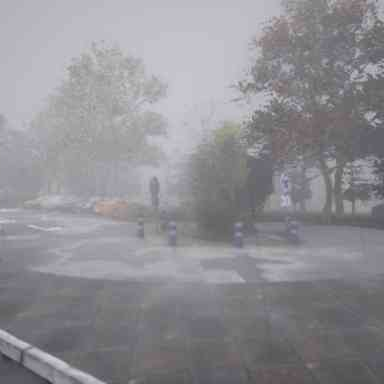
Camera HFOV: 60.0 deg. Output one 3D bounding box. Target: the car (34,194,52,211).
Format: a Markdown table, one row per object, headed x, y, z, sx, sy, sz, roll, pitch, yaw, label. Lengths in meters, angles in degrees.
| x | y | z | sx | sy | sz | roll | pitch | yaw | label |
| --- | --- | --- | --- | --- | --- | --- | --- | --- | --- |
| -12.631 | 1.130 | 33.043 | 2.002 | 1.452 | 4.674 | 2 | 1 | 36 | car |

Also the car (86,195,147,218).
| x | y | z | sx | sy | sz | roll | pitch | yaw | label |
| --- | --- | --- | --- | --- | --- | --- | --- | --- | --- |
| -6.007 | 1.279 | 28.234 | 2.097 | 1.535 | 5.008 | 2 | 1 | 36 | car |

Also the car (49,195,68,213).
| x | y | z | sx | sy | sz | roll | pitch | yaw | label |
| --- | --- | --- | --- | --- | --- | --- | --- | --- | --- |
| -10.405 | 1.184 | 31.395 | 2.163 | 1.488 | 4.792 | 2 | 1 | 36 | car |

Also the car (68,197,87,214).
| x | y | z | sx | sy | sz | roll | pitch | yaw | label |
| --- | --- | --- | --- | --- | --- | --- | --- | --- | --- |
| -8.226 | 1.090 | 29.889 | 2.185 | 1.767 | 4.553 | 2 | 1 | 36 | car |

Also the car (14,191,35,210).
| x | y | z | sx | sy | sz | roll | pitch | yaw | label |
| --- | --- | --- | --- | --- | --- | --- | --- | --- | --- |
| -14.979 | 1.023 | 34.522 | 1.946 | 1.575 | 5.366 | 2 | 1 | 36 | car |

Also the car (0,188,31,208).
| x | y | z | sx | sy | sz | roll | pitch | yaw | label |
| --- | --- | --- | --- | --- | --- | --- | --- | --- | --- |
| -19.331 | 0.647 | 37.944 | 2.435 | 2.045 | 5.566 | 2 | 1 | 36 | car |
